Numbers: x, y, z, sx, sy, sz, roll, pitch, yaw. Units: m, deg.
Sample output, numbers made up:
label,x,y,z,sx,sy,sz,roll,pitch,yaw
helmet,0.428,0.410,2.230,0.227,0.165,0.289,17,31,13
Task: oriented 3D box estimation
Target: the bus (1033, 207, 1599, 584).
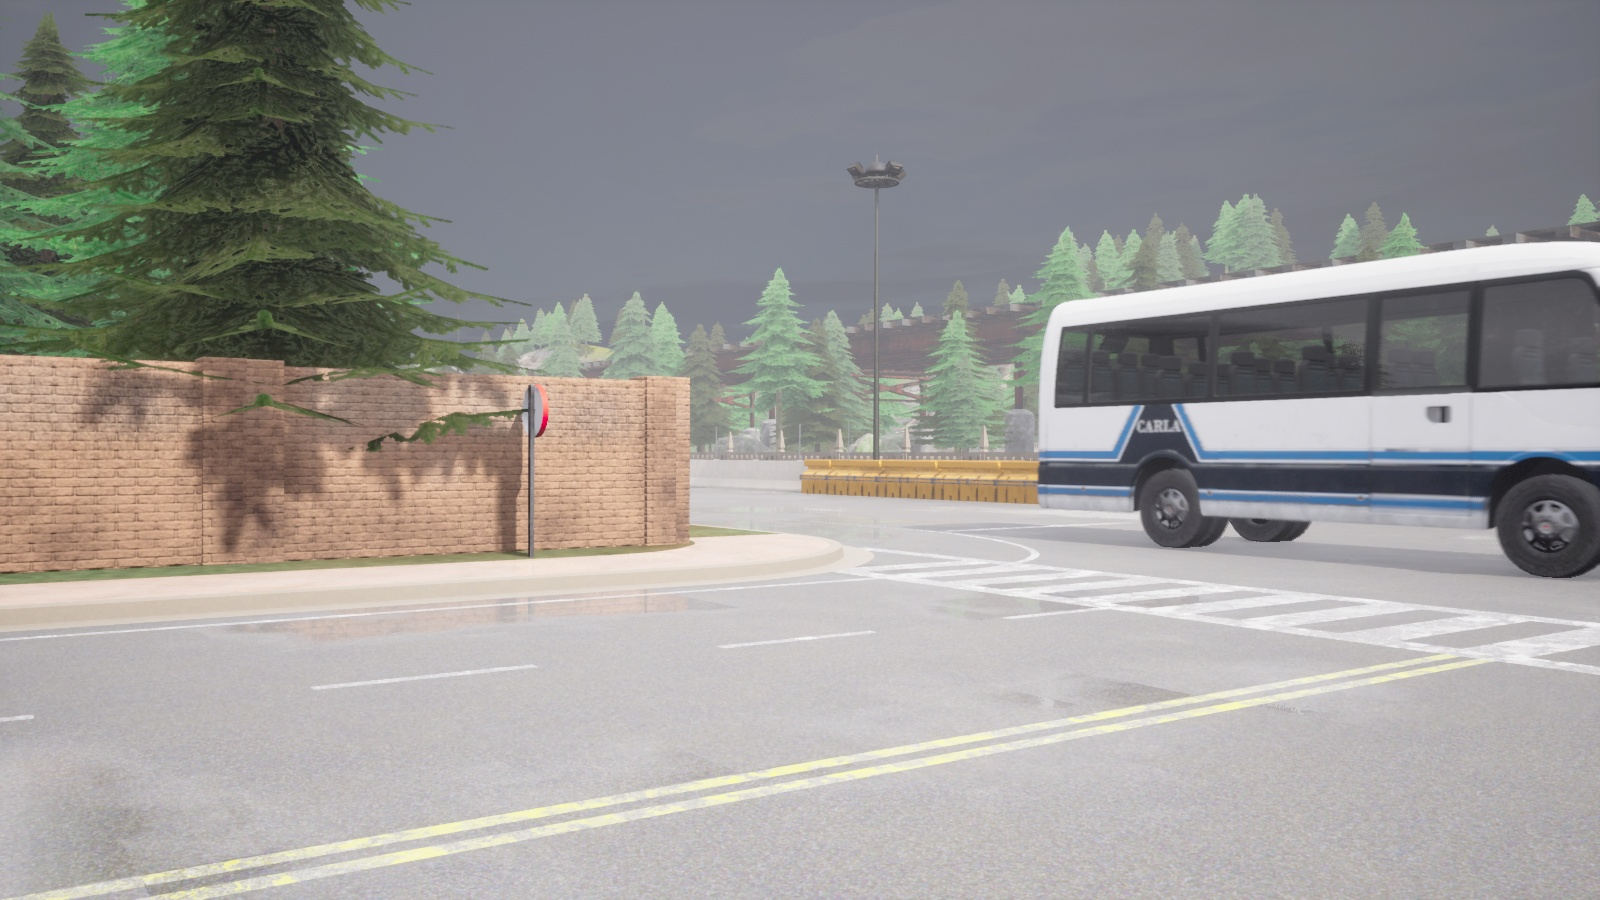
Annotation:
label,x,y,z,sx,sy,sz,roll,pitch,yaw
bus,8.534,-0.605,18.414,3.944,4.253,10.273,0,0,-35
